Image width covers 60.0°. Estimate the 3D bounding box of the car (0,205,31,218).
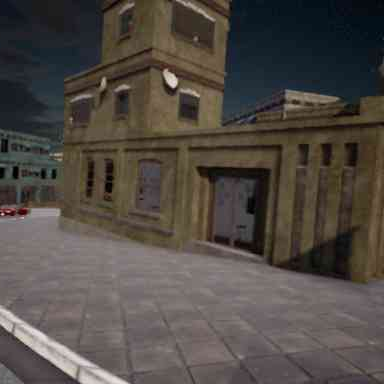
[{"bbox_3d":[-20.112,2.152,37.621,1.895,1.301,4.718,4,-2,-2],"label":"car"}]
